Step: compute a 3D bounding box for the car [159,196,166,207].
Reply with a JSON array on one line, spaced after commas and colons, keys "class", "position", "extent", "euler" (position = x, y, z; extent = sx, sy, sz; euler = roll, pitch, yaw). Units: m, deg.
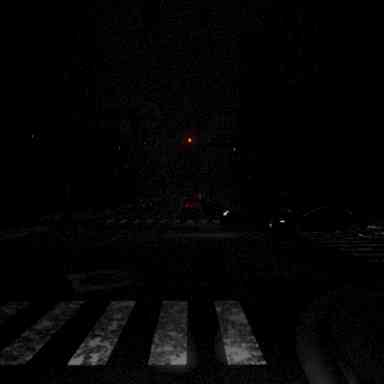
[{"class": "car", "position": [-5.662, 1.629, 52.677], "extent": [1.802, 1.307, 4.206], "euler": [0, 0, 0]}]

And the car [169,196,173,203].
[{"class": "car", "position": [-5.639, 1.521, 69.210], "extent": [1.967, 1.590, 4.097], "euler": [0, 0, 0]}]

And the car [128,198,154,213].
[{"class": "car", "position": [-5.684, 1.464, 36.145], "extent": [1.967, 1.590, 4.097], "euler": [0, 0, 0]}]

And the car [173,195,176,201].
[{"class": "car", "position": [-5.624, 1.658, 80.231], "extent": [2.008, 1.369, 4.403], "euler": [0, 0, 0]}]

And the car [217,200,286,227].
[{"class": "car", "position": [4.288, 1.343, 21.795], "extent": [4.553, 1.767, 2.097], "euler": [-1, 0, 17]}]

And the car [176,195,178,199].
[{"class": "car", "position": [-5.609, 1.680, 91.253], "extent": [1.887, 1.381, 4.507], "euler": [0, 0, 0]}]

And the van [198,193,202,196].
[{"class": "van", "position": [2.371, 1.398, 58.178], "extent": [1.690, 1.788, 3.998], "euler": [0, 0, 0]}]

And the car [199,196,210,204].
[{"class": "car", "position": [2.356, 1.620, 47.156], "extent": [1.802, 1.307, 4.206], "euler": [0, 0, 0]}]

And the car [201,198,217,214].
[{"class": "car", "position": [2.341, 1.590, 36.134], "extent": [1.947, 1.339, 4.313], "euler": [0, 0, 0]}]

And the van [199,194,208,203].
[{"class": "van", "position": [2.386, 1.422, 69.199], "extent": [1.690, 1.788, 3.998], "euler": [0, 0, 0]}]

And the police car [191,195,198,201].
[{"class": "police car", "position": [0.603, 1.558, 90.214], "extent": [1.930, 1.638, 5.238], "euler": [0, 0, 0]}]

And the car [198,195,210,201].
[{"class": "car", "position": [2.363, 1.613, 52.667], "extent": [1.947, 1.339, 4.313], "euler": [0, 0, 0]}]

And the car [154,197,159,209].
[{"class": "car", "position": [-5.677, 1.471, 41.656], "extent": [1.967, 1.590, 4.097], "euler": [0, 0, 0]}]

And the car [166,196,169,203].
[{"class": "car", "position": [-5.654, 1.608, 58.188], "extent": [2.008, 1.369, 4.403], "euler": [0, 0, 0]}]

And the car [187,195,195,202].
[{"class": "car", "position": [-0.245, 1.447, 73.670], "extent": [1.812, 1.442, 4.674], "euler": [0, 0, 0]}]

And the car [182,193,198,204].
[{"class": "car", "position": [-0.259, 1.289, 63.315], "extent": [2.150, 2.045, 5.566], "euler": [0, 0, 0]}]

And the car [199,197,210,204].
[{"class": "car", "position": [2.378, 1.619, 63.688], "extent": [2.008, 1.369, 4.403], "euler": [0, 0, 0]}]

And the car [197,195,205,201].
[{"class": "car", "position": [2.409, 1.562, 85.731], "extent": [1.967, 1.590, 4.097], "euler": [0, 0, 0]}]

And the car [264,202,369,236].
[{"class": "car", "position": [6.581, 1.460, 17.377], "extent": [4.902, 1.511, 2.128], "euler": [0, 0, 0]}]
